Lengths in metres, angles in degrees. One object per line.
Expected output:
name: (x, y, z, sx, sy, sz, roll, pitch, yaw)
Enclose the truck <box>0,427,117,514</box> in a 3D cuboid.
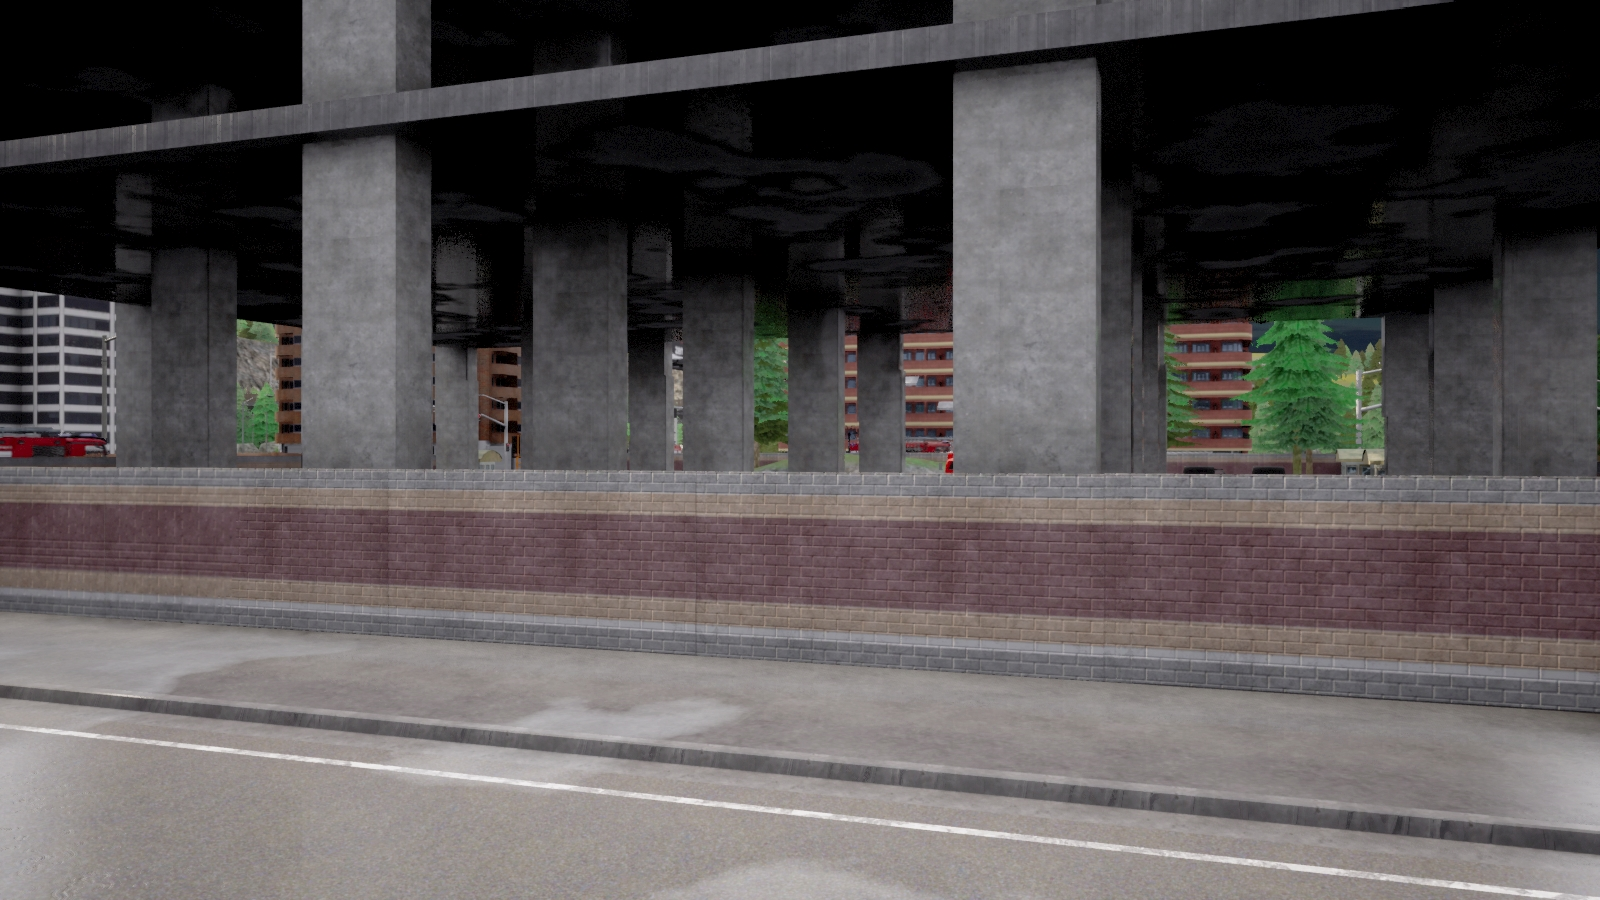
truck: (-35.807, 0.890, 51.739, 2.891, 3.827, 8.468, 0, 0, 19)
